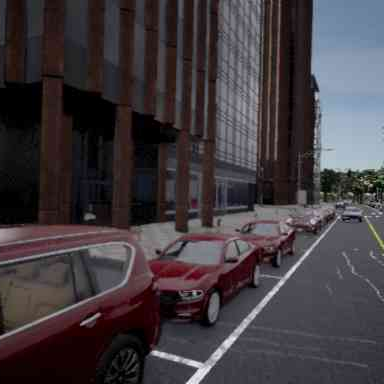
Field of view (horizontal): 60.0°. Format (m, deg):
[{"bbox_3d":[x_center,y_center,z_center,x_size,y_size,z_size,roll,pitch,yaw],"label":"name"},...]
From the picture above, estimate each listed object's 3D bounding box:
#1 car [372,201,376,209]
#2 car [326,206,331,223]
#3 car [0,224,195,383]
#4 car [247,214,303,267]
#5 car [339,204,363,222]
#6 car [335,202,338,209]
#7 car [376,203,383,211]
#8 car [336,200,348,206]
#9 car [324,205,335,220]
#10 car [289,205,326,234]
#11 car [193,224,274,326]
[{"bbox_3d":[45.907,3.545,81.318,2.008,1.369,4.403,1,-1,26],"label":"car"},{"bbox_3d":[9.865,2.056,26.990,2.008,1.369,4.403,1,-1,26],"label":"car"},{"bbox_3d":[-2.108,1.279,2.483,2.192,1.841,5.009,1,-1,26],"label":"car"},{"bbox_3d":[2.678,1.723,12.284,1.887,1.381,4.507,1,-1,26],"label":"car"},{"bbox_3d":[16.701,2.309,34.685,2.033,1.411,5.357,1,-1,26],"label":"car"},{"bbox_3d":[14.660,2.163,36.794,1.967,1.590,4.097,1,-1,26],"label":"car"},{"bbox_3d":[38.748,3.101,66.667,1.967,1.590,4.097,1,-1,26],"label":"car"},{"bbox_3d":[33.483,2.906,75.298,2.192,1.841,5.009,1,-1,26],"label":"car"},{"bbox_3d":[12.261,2.159,31.891,1.887,1.381,4.507,1,-1,26],"label":"car"},{"bbox_3d":[7.472,1.836,22.089,1.967,1.590,4.097,1,-1,26],"label":"car"},{"bbox_3d":[0.282,1.615,7.382,1.887,1.381,4.507,1,-1,26],"label":"car"}]
